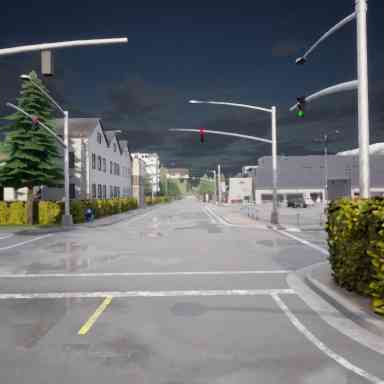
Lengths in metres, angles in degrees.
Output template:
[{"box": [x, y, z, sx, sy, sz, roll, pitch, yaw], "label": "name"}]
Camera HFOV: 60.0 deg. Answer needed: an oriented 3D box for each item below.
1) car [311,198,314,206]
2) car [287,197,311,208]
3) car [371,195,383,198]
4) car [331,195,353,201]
[{"box": [19.090, 1.573, 56.182, 1.970, 1.475, 3.806, -1, -1, 0], "label": "car"}, {"box": [15.442, 1.629, 49.125, 2.007, 1.523, 4.514, -1, -1, 0], "label": "car"}, {"box": [19.127, 1.183, 31.256, 1.905, 1.878, 3.866, -1, -1, 0], "label": "car"}, {"box": [25.504, 1.398, 56.519, 2.152, 1.636, 5.027, -1, -1, 0], "label": "car"}]
